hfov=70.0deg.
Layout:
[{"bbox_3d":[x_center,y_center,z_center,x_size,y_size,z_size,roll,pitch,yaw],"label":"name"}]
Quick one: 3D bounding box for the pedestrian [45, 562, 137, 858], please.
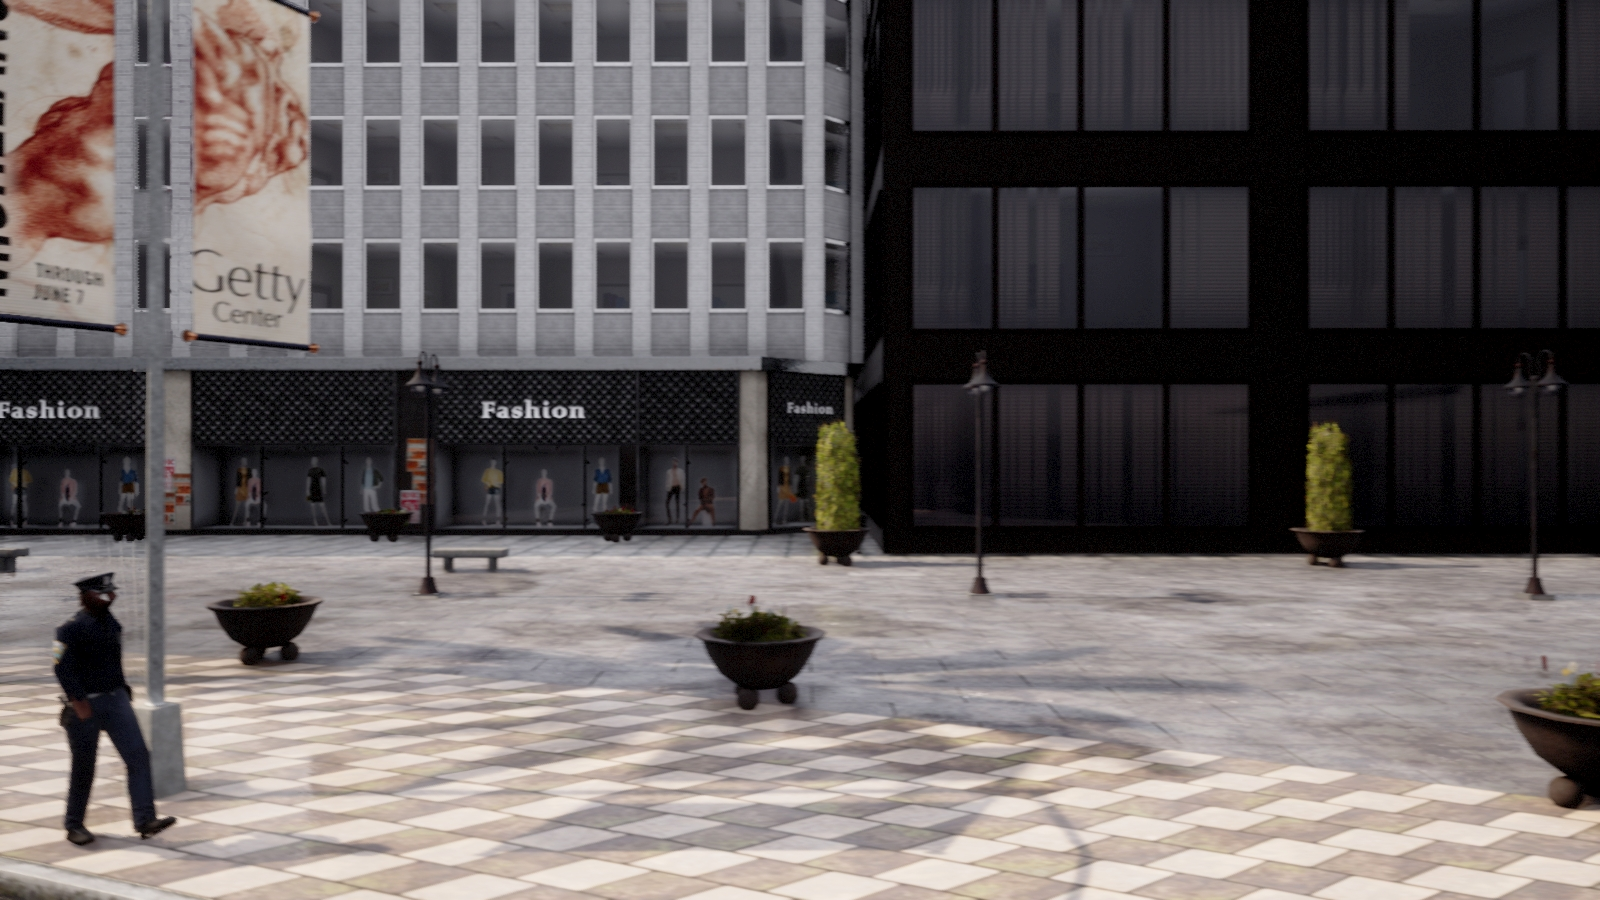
[{"bbox_3d":[-4.711,1.697,7.600,0.375,1.860,0.375,0,0,25],"label":"pedestrian"}]
